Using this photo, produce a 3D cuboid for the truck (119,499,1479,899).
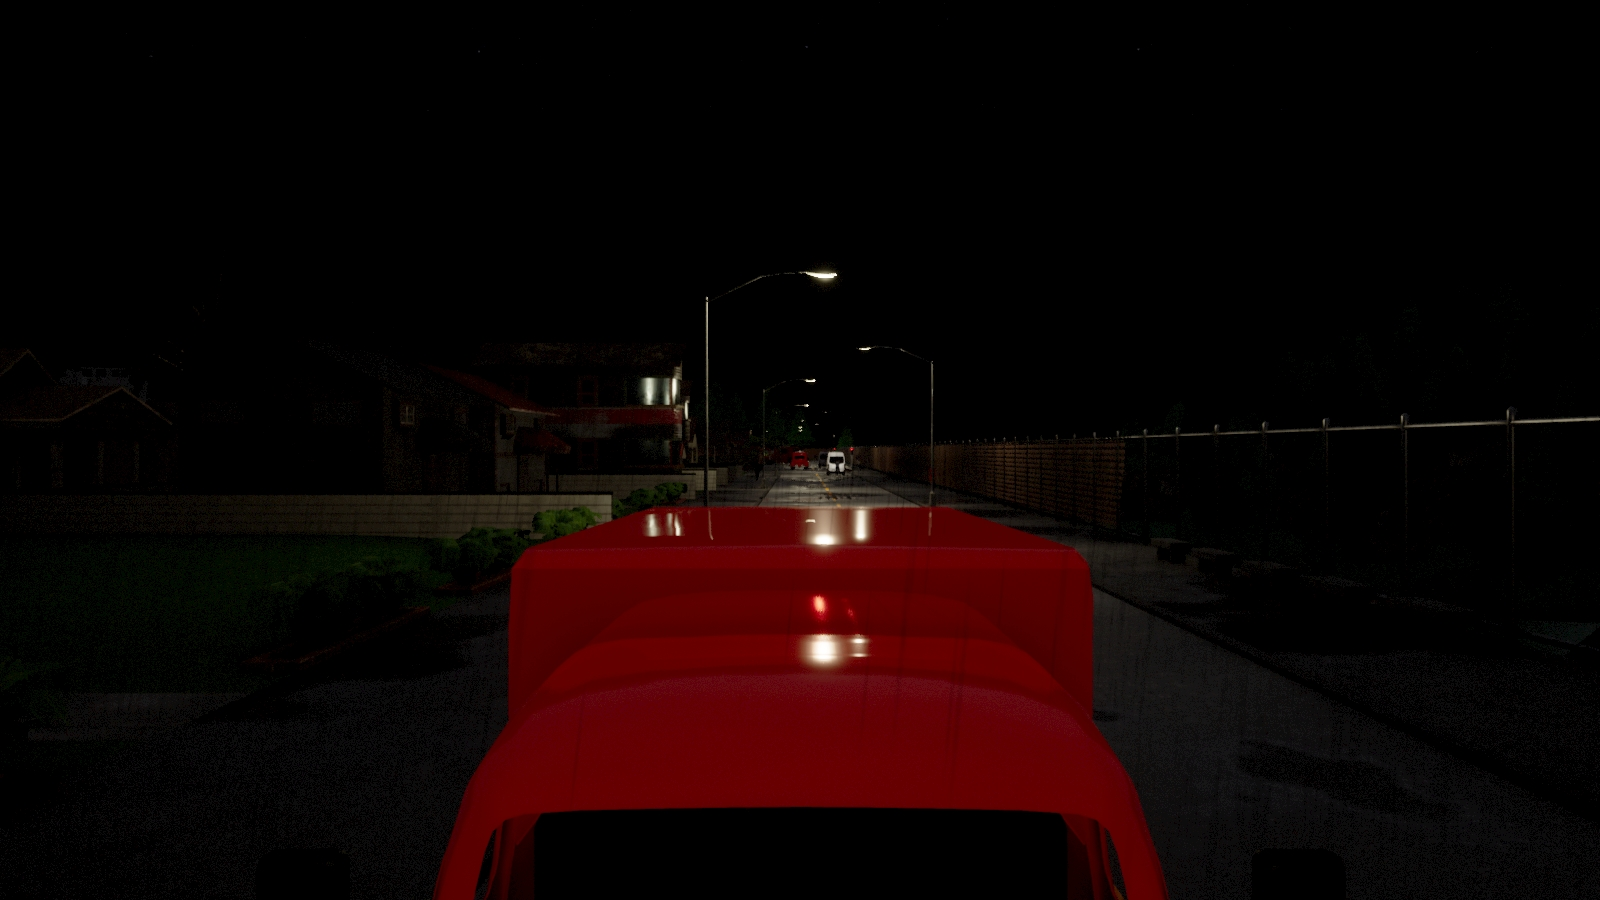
[{"bbox_3d":[-0.001,1.564,4.814,2.627,2.467,5.204,0,0,0],"label":"truck"}]
